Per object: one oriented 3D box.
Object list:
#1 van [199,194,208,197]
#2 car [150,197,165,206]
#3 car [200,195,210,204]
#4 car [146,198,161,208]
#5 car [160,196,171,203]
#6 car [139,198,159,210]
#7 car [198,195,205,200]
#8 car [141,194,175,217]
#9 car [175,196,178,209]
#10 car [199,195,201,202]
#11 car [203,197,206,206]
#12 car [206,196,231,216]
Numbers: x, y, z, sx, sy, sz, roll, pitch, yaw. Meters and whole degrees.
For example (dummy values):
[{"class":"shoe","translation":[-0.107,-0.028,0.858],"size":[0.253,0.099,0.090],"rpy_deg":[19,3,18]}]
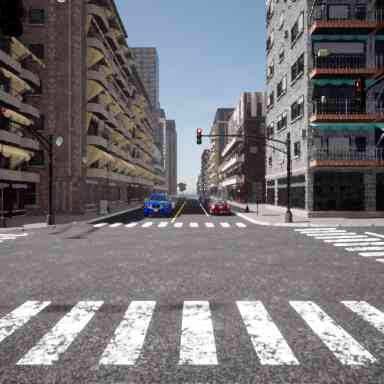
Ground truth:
[{"class":"van","translation":[2.718,1.362,66.247],"size":[1.690,1.788,3.998],"rpy_deg":[0,0,0]},{"class":"car","translation":[-5.667,1.581,55.182],"size":[1.947,1.339,4.313],"rpy_deg":[0,0,0]},{"class":"car","translation":[2.713,1.597,55.178],"size":[1.802,1.307,4.206],"rpy_deg":[0,0,0]},{"class":"car","translation":[-5.669,1.594,49.647],"size":[1.802,1.307,4.206],"rpy_deg":[0,0,0]},{"class":"car","translation":[-5.661,1.570,71.784],"size":[1.887,1.381,4.507],"rpy_deg":[0,0,0]},{"class":"car","translation":[-5.672,1.561,44.113],"size":[2.008,1.369,4.403],"rpy_deg":[0,0,0]},{"class":"car","translation":[2.727,1.587,93.917],"size":[1.887,1.381,4.507],"rpy_deg":[0,0,0]},{"class":"car","translation":[-3.087,1.228,31.190],"size":[2.150,2.045,5.566],"rpy_deg":[0,0,0]},{"class":"car","translation":[-3.085,1.535,40.988],"size":[1.812,1.442,4.674],"rpy_deg":[0,0,1]},{"class":"car","translation":[2.715,1.600,60.712],"size":[1.802,1.307,4.206],"rpy_deg":[0,0,0]},{"class":"car","translation":[2.707,1.559,38.575],"size":[2.008,1.369,4.403],"rpy_deg":[0,0,0]},{"class":"car","translation":[2.705,1.447,33.041],"size":[1.967,1.590,4.097],"rpy_deg":[0,0,0]}]
